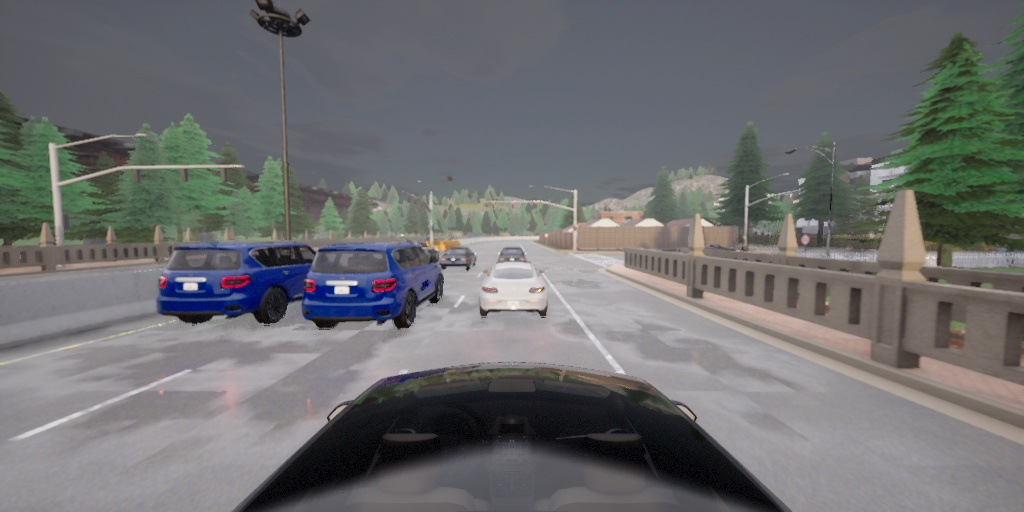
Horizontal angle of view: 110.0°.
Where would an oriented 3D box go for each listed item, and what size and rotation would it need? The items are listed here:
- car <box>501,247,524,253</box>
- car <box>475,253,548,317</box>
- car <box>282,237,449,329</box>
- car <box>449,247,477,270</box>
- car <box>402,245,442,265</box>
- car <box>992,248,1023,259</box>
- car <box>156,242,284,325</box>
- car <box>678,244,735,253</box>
[{"bbox_3d":[0.027,0.104,23.856,2.033,1.411,5.357,0,4,1],"label":"car"},{"bbox_3d":[0.049,0.857,11.020,1.812,1.442,4.674,0,3,0],"label":"car"},{"bbox_3d":[-3.454,0.617,10.008,2.150,2.045,5.566,0,4,0],"label":"car"},{"bbox_3d":[-3.473,0.105,23.847,2.033,1.411,5.357,0,4,1],"label":"car"},{"bbox_3d":[-6.949,-0.140,28.127,1.994,1.385,4.181,0,3,0],"label":"car"},{"bbox_3d":[45.013,-0.334,30.968,5.357,1.411,2.033,0,3,2],"label":"car"},{"bbox_3d":[-6.950,0.589,10.445,2.150,2.045,5.566,0,3,0],"label":"car"},{"bbox_3d":[19.054,-0.546,35.344,4.718,1.301,1.895,0,3,2],"label":"car"}]
